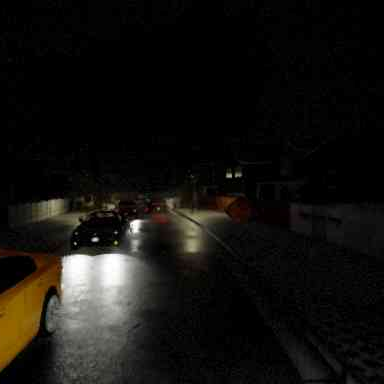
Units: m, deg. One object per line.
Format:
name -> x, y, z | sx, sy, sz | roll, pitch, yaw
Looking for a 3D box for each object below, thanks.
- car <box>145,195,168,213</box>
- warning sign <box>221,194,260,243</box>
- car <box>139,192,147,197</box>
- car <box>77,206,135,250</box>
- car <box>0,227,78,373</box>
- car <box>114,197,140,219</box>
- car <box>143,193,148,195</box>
car -> -3.561, 1.312, 34.066 | 1.837, 1.490, 4.892 | 0, 1, -9
warning sign -> 1.920, 1.031, 13.416 | 1.300, 1.860, 1.060 | 1, 1, -5
car -> -11.342, 0.764, 77.901 | 2.097, 1.767, 4.553 | 0, 0, -3
car -> -3.655, 1.496, 13.848 | 1.994, 1.385, 4.181 | 0, 0, -6
car -> -3.028, 1.464, 3.672 | 1.882, 1.535, 5.008 | 0, 0, -2
car -> -5.346, 1.384, 27.354 | 1.812, 1.442, 4.674 | 0, 0, -9
car -> -5.472, 1.237, 46.079 | 2.128, 1.511, 4.902 | 0, 0, -7
